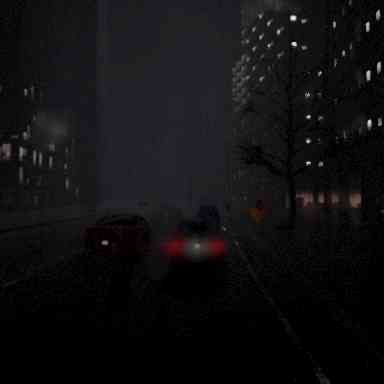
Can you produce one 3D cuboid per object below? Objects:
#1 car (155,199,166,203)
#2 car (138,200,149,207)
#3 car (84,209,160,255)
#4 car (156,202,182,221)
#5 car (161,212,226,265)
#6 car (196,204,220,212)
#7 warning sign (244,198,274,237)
[{"bbox_3d":[-6.066,2.148,64.296,2.128,1.511,4.902,0,-1,-5],"label":"car"},{"bbox_3d":[-9.317,2.207,64.233,1.994,1.385,4.181,0,-1,-5],"label":"car"},{"bbox_3d":[-2.845,1.621,13.998,1.882,1.535,5.008,0,0,4],"label":"car"},{"bbox_3d":[-1.886,1.855,28.246,1.994,1.385,4.181,0,-1,3],"label":"car"},{"bbox_3d":[0.276,1.669,12.160,2.033,1.411,5.357,0,-1,3],"label":"car"},{"bbox_3d":[1.398,1.769,28.749,1.882,1.535,5.008,0,0,3],"label":"car"},{"bbox_3d":[3.396,1.280,16.959,1.300,1.860,1.060,-1,-2,4],"label":"warning sign"}]
